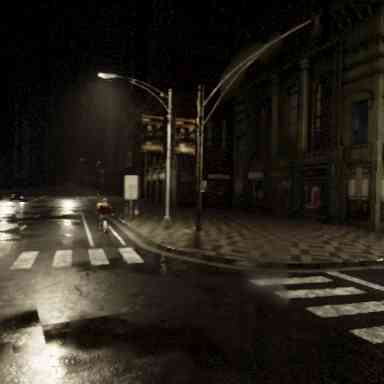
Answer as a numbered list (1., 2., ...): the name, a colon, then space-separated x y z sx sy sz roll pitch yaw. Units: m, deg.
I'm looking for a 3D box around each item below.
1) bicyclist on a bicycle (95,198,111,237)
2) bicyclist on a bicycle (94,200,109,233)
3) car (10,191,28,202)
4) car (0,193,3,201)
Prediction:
1. bicyclist on a bicycle: -4.114 1.180 15.568 0.659 1.776 1.843 1 1 -20
2. bicyclist on a bicycle: -4.758 1.236 17.364 0.582 1.620 1.656 1 0 -20
3. car: -24.927 0.586 47.968 1.837 1.490 4.892 1 0 -20
4. car: -27.989 0.536 46.879 1.812 1.442 4.674 1 0 -20
